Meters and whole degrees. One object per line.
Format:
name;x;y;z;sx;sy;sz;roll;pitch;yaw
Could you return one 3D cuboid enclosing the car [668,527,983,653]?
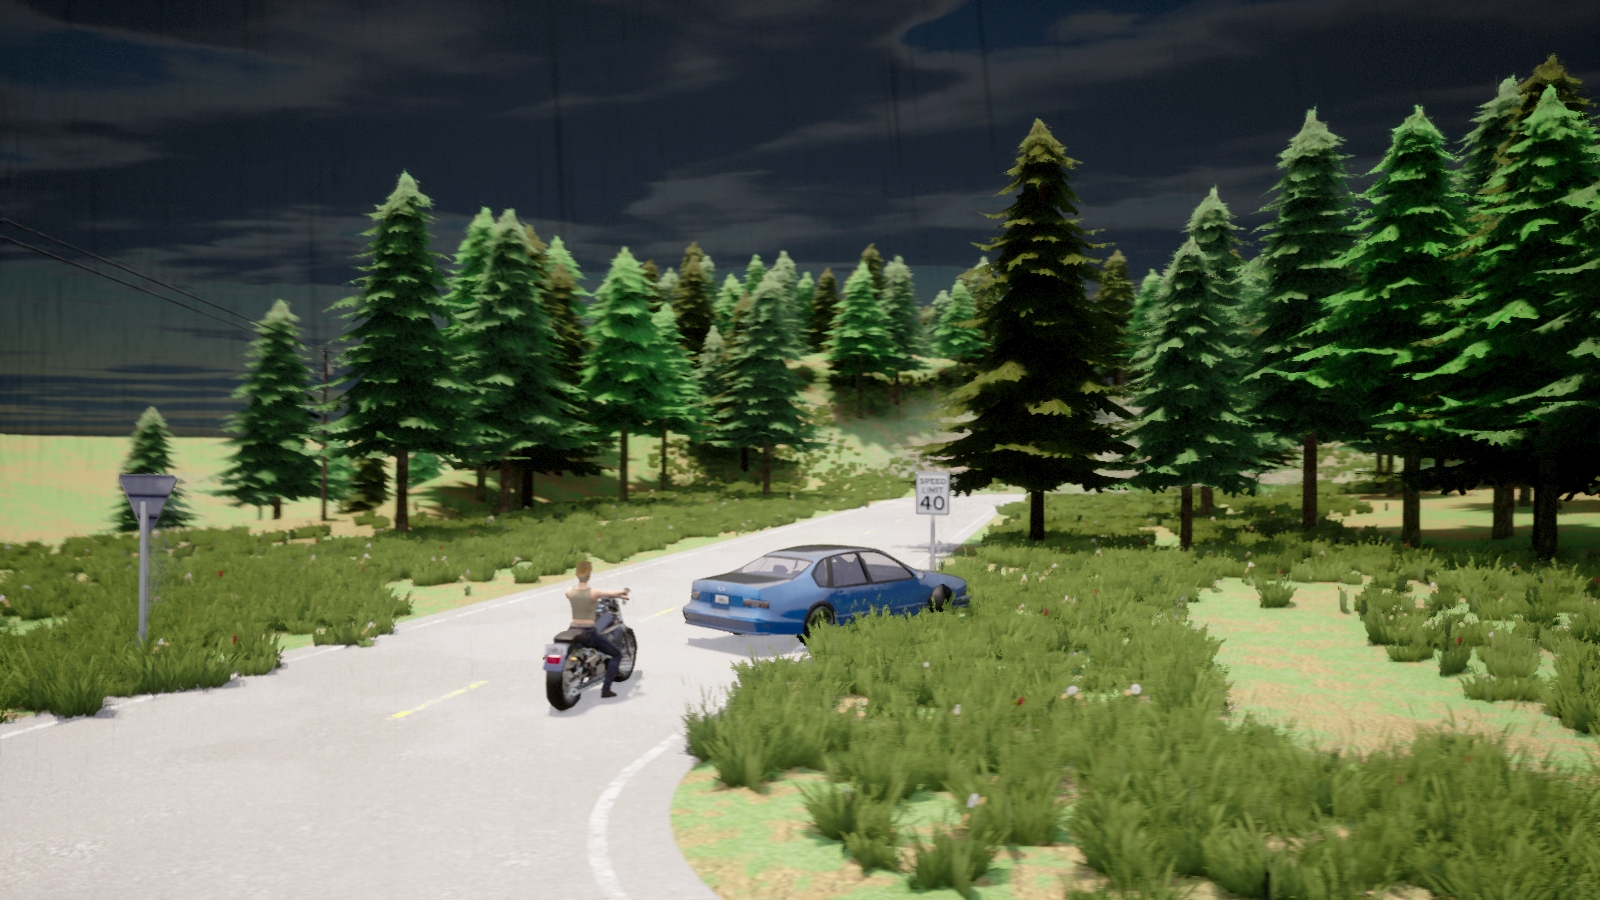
car;0.590;2.127;18.556;2.033;1.411;5.357;1;0;44
